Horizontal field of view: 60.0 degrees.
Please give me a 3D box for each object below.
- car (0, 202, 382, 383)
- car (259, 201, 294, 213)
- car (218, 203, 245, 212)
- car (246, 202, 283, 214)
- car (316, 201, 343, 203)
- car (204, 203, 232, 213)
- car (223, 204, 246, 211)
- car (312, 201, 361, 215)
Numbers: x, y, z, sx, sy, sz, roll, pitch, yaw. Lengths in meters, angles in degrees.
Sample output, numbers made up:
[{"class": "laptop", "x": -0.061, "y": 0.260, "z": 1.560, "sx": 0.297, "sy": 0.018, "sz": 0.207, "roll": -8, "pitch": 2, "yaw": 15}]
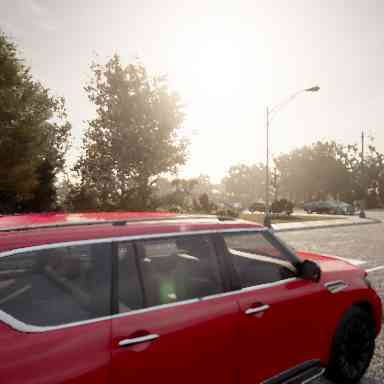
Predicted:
[{"class": "car", "x": -0.136, "y": 1.227, "z": 3.663, "sx": 5.566, "sy": 2.045, "sz": 2.150, "roll": 0, "pitch": 0, "yaw": -36}, {"class": "car", "x": 11.905, "y": 2.154, "z": 47.324, "sx": 1.837, "sy": 1.490, "sz": 4.892, "roll": 0, "pitch": -3, "yaw": -32}, {"class": "car", "x": 6.579, "y": 2.661, "z": 55.849, "sx": 1.837, "sy": 1.490, "sz": 4.892, "roll": 0, "pitch": -3, "yaw": -32}, {"class": "car", "x": 9.601, "y": 2.082, "z": 44.400, "sx": 1.837, "sy": 1.490, "sz": 4.892, "roll": 0, "pitch": -3, "yaw": -32}, {"class": "car", "x": 14.569, "y": 1.762, "z": 36.468, "sx": 2.128, "sy": 1.511, "sz": 4.902, "roll": 0, "pitch": -2, "yaw": -32}, {"class": "car", "x": 4.093, "y": 2.597, "z": 53.221, "sx": 1.837, "sy": 1.490, "sz": 4.892, "roll": 0, "pitch": -3, "yaw": -32}, {"class": "car", "x": 8.455, "y": 3.130, "z": 66.400, "sx": 1.812, "sy": 1.442, "sz": 4.674, "roll": 0, "pitch": -3, "yaw": -32}, {"class": "car", "x": 16.949, "y": 1.804, "z": 39.237, "sx": 2.128, "sy": 1.511, "sz": 4.902, "roll": 0, "pitch": -2, "yaw": -33}]
